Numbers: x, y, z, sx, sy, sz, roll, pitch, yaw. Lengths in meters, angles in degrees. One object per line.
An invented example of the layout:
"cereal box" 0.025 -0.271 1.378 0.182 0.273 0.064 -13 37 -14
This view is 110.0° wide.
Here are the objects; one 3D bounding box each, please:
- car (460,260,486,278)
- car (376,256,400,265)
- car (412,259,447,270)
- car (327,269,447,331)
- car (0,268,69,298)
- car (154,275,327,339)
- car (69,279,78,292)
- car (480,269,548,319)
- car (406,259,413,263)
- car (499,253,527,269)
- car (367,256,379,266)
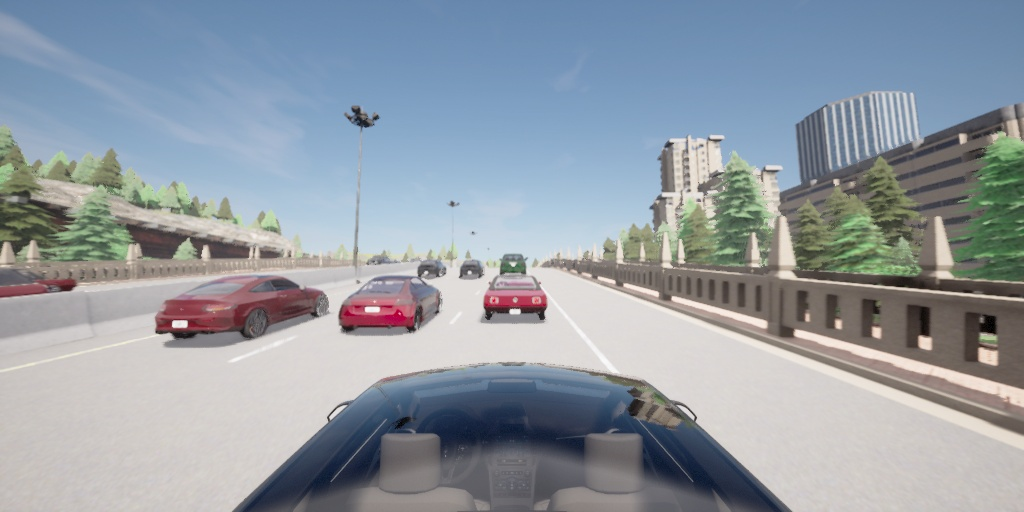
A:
"car" -3.411 1.070 31.277 1.837 1.490 4.892 0 1 0
"car" -17.592 1.123 52.164 1.994 1.385 4.181 0 -1 0
"car" -6.911 1.071 31.281 1.837 1.490 4.892 0 1 0
"car" -3.404 1.262 10.748 1.994 1.385 4.181 0 0 0
"car" -14.102 1.068 8.233 2.097 1.767 4.553 0 0 0
"car" -6.904 1.231 9.752 1.812 1.442 4.674 0 0 0
"car" -21.105 1.277 14.350 1.895 1.301 4.718 0 0 0
"car" 0.095 1.288 12.465 1.895 1.301 4.718 0 0 0
"car" -14.094 1.122 52.164 1.994 1.385 4.181 0 -1 0
"car" 0.089 0.792 30.421 2.150 2.045 5.566 0 0 0
"car" -21.062 0.940 56.981 2.150 2.045 5.566 0 -2 1
